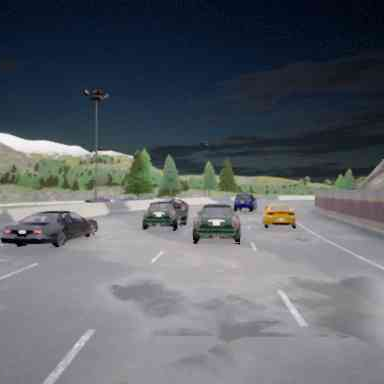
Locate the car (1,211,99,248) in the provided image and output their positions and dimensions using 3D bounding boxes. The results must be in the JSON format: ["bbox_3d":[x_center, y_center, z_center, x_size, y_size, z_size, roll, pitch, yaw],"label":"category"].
[{"bbox_3d":[-5.980,1.530,14.764,2.033,1.411,5.357,0,0,7],"label":"car"}]

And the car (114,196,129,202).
[{"bbox_3d":[-12.263,1.489,60.220,1.812,1.442,4.674,0,0,23],"label":"car"}]

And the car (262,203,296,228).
[{"bbox_3d":[5.762,1.495,22.339,1.882,1.535,5.008,0,0,10],"label":"car"}]

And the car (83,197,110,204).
[{"bbox_3d":[-16.727,1.498,58.621,2.033,1.411,5.357,0,0,22],"label":"car"}]

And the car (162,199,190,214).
[{"bbox_3d":[-1.674,1.521,36.846,1.812,1.442,4.674,0,0,15],"label":"car"}]

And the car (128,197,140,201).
[{"bbox_3d":[-8.638,1.522,59.930,2.033,1.411,5.357,0,0,23],"label":"car"}]

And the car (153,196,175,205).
[{"bbox_3d":[-4.948,1.463,59.579,1.882,1.535,5.008,0,0,24],"label":"car"}]

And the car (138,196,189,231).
[{"bbox_3d":[-1.558,1.347,20.979,2.097,1.767,4.553,0,0,9],"label":"car"}]

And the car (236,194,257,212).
[{"bbox_3d":[6.398,1.240,39.595,2.150,2.045,5.566,0,0,17],"label":"car"}]

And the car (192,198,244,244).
[{"bbox_3d":[1.275,1.356,16.132,2.097,1.767,4.553,0,0,7],"label":"car"}]
